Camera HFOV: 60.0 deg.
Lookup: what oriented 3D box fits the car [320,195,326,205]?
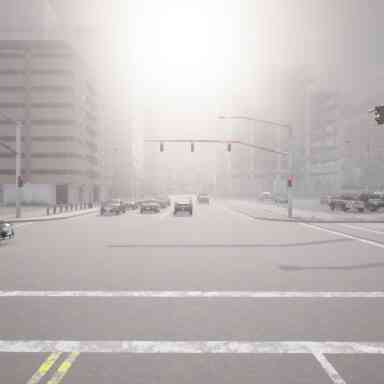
[{"bbox_3d":[22.090,1.395,53.230,1.970,1.475,3.806,0,0,0],"label":"car"}]

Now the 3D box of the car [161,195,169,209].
[{"bbox_3d":[-4.658,1.352,46.007,2.097,1.767,4.553,0,0,-1],"label":"car"}]

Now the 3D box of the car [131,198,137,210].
[{"bbox_3d":[-8.130,1.526,43.388,1.812,1.442,4.674,0,0,0],"label":"car"}]

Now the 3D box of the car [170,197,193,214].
[{"bbox_3d":[-0.906,1.491,35.651,2.128,1.511,4.902,0,0,0],"label":"car"}]

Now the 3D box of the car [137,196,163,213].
[{"bbox_3d":[-4.584,1.505,36.864,1.837,1.490,4.892,0,0,0],"label":"car"}]

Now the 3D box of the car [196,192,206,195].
[{"bbox_3d":[2.202,1.051,74.466,2.150,2.045,5.566,0,0,0],"label":"car"}]

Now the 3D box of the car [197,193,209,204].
[{"bbox_3d":[2.284,1.477,64.662,1.882,1.535,5.008,0,0,0],"label":"car"}]

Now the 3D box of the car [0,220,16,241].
[{"bbox_3d":[-10.198,1.492,14.146,4.902,1.511,2.128,0,0,-1],"label":"car"}]

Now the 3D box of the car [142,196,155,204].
[{"bbox_3d":[-8.256,1.477,63.506,1.882,1.535,5.008,0,0,0],"label":"car"}]

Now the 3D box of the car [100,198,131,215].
[{"bbox_3d":[-8.061,1.491,34.239,2.128,1.511,4.902,0,0,0],"label":"car"}]

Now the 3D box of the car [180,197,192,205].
[{"bbox_3d":[-1.059,1.547,58.715,2.033,1.411,5.357,0,0,0],"label":"car"}]

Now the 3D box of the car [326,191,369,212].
[{"bbox_3d":[16.575,1.153,35.790,1.932,1.855,4.605,0,0,0],"label":"car"}]

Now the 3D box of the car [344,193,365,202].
[{"bbox_3d":[33.363,1.153,68.436,1.932,1.855,4.605,0,0,0],"label":"car"}]

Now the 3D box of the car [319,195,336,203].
[{"bbox_3d":[27.785,1.395,68.360,1.970,1.475,3.806,0,0,0],"label":"car"}]

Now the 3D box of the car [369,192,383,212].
[{"bbox_3d":[19.470,1.156,35.750,1.905,1.878,3.866,0,0,0],"label":"car"}]

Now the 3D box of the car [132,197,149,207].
[{"bbox_3d":[-8.217,1.564,53.383,1.994,1.385,4.181,0,0,-1],"label":"car"}]

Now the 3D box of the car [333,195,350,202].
[{"bbox_3d":[30.680,1.364,68.373,1.784,1.438,3.905,0,0,0],"label":"car"}]
